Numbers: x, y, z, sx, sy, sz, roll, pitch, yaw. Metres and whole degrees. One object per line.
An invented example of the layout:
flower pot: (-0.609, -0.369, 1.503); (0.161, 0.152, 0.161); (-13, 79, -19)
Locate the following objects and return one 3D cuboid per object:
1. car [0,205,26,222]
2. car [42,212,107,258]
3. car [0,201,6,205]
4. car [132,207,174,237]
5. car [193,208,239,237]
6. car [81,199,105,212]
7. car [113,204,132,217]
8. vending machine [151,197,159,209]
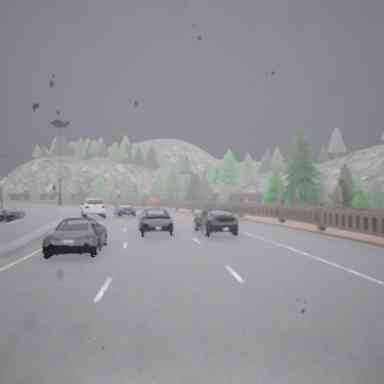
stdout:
car: (-15.748, 2.057, 28.985); (1.895, 1.301, 4.718); (0, -1, -20)
car: (-4.678, 1.754, 13.780); (1.994, 1.385, 4.181); (0, -1, -9)
car: (-37.145, 2.479, 63.668); (2.097, 1.767, 4.553); (0, -1, -43)
car: (-2.294, 1.751, 20.166); (2.128, 1.511, 4.902); (0, -1, -12)
car: (1.334, 1.744, 19.966); (1.837, 1.490, 4.892); (0, -1, -11)
car: (-10.783, 1.747, 36.183); (2.150, 2.045, 5.566); (0, -1, -22)
car: (-7.630, 2.049, 37.528); (1.812, 1.442, 4.674); (0, -1, -22)
vending machine: (-6.700, 2.029, 60.561); (1.100, 2.100, 0.880); (1, -1, -33)
